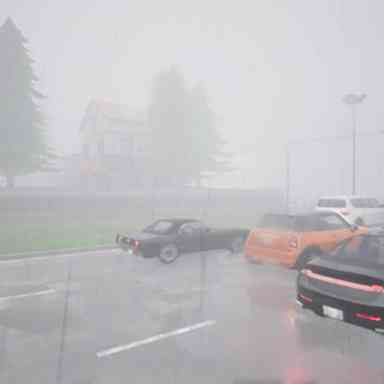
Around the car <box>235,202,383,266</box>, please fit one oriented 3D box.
[{"bbox_3d":[3.808,1.342,10.263,4.553,1.767,2.097,0,0,-35],"label":"car"}]

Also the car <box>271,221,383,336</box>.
[{"bbox_3d":[3.970,1.484,6.087,4.902,1.511,2.128,0,0,-35],"label":"car"}]

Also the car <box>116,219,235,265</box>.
[{"bbox_3d":[-0.130,1.593,11.745,4.718,1.301,1.895,0,0,-35],"label":"car"}]

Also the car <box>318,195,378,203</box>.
[{"bbox_3d":[8.895,1.201,18.160,5.566,2.045,2.150,0,0,-35],"label":"car"}]
